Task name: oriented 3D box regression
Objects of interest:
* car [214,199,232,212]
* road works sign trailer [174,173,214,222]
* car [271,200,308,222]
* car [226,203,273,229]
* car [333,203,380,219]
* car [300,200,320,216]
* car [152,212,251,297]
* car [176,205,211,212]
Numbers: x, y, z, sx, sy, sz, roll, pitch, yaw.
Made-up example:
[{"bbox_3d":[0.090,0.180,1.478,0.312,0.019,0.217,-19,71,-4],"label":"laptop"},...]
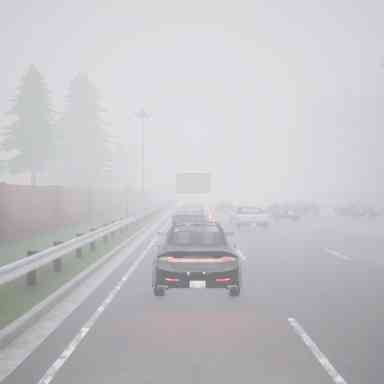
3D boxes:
[{"bbox_3d":[3.618,1.525,37.569,1.812,1.442,4.674,0,0,0],"label":"car"},{"bbox_3d":[0.075,0.464,22.940,2.380,3.560,2.880,0,0,-1],"label":"road works sign trailer"},{"bbox_3d":[7.113,1.547,26.580,2.033,1.411,5.357,0,0,0],"label":"car"},{"bbox_3d":[3.611,1.600,21.640,1.895,1.301,4.718,0,0,0],"label":"car"},{"bbox_3d":[14.116,1.600,28.918,1.895,1.301,4.718,0,0,0],"label":"car"},{"bbox_3d":[10.615,1.505,31.891,1.837,1.490,4.892,0,0,0],"label":"car"},{"bbox_3d":[0.104,1.491,8.572,2.128,1.511,4.902,0,0,0],"label":"car"},{"bbox_3d":[0.017,1.474,19.022,1.882,1.535,5.008,0,0,5],"label":"car"}]
